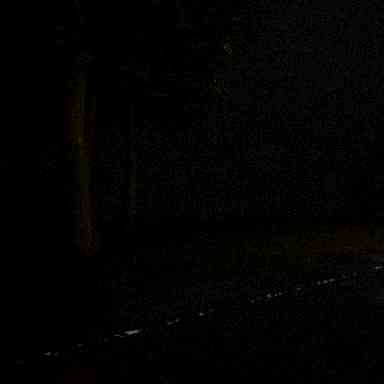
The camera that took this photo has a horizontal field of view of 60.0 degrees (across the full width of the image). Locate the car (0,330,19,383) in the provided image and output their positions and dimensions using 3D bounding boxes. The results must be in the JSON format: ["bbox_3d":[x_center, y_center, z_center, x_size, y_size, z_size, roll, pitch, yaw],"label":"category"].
[{"bbox_3d":[-3.429,1.521,1.542,4.674,1.442,1.812,0,0,-36],"label":"car"}]
